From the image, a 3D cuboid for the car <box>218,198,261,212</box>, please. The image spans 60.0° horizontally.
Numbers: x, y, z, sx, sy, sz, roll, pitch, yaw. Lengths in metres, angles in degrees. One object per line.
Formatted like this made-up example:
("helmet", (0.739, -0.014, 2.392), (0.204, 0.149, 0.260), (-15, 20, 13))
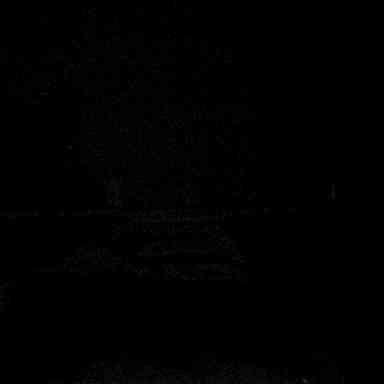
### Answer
("car", (5.403, 1.429, 37.887), (4.892, 1.490, 1.837), (-1, 0, 0))
